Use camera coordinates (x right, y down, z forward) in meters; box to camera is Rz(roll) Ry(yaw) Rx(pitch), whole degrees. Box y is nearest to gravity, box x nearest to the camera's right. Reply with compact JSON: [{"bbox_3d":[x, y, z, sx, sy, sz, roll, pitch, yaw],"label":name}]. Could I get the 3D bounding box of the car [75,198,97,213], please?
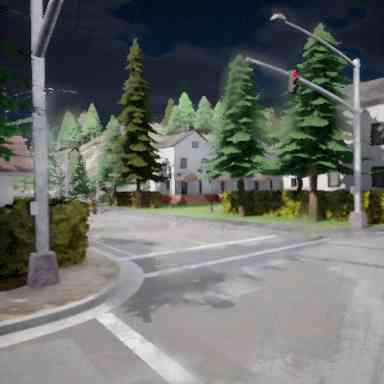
[{"bbox_3d":[-11.421,1.416,34.517,1.882,1.535,5.008,-2,1,-35],"label":"car"}]
